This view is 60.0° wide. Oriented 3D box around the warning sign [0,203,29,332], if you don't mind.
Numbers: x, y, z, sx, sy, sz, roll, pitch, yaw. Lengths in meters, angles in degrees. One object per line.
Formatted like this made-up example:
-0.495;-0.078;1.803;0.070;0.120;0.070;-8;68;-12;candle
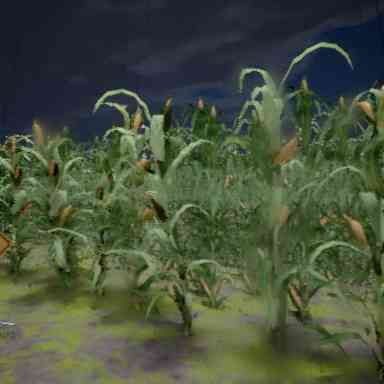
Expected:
-3.385;1.125;5.027;1.060;1.860;1.300;0;0;36;warning sign
